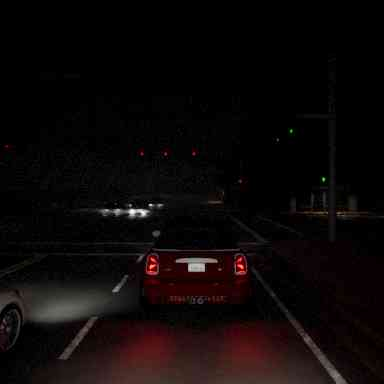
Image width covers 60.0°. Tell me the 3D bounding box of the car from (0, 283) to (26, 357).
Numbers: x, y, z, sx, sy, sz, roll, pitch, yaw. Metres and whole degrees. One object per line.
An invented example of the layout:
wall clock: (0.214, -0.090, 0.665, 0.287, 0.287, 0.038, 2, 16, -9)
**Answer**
car: (-3.433, 1.525, 3.078, 1.812, 1.442, 4.674, 0, 0, 1)

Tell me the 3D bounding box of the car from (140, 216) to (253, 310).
car: (0.081, 1.351, 7.981, 2.097, 1.767, 4.553, 0, 0, 0)

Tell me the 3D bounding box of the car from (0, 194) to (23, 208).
car: (-24.873, 1.149, 42.861, 4.605, 1.855, 1.932, 0, 0, 0)

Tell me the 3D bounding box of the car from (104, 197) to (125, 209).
car: (-10.579, 1.473, 45.671, 1.882, 1.535, 5.008, 0, 0, 1)

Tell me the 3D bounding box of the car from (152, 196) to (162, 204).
car: (-6.619, 1.500, 61.788, 1.837, 1.490, 4.892, 0, 0, 2)

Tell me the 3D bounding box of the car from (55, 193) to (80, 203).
car: (-24.790, 1.149, 65.379, 3.866, 1.878, 1.905, 0, 0, 0)

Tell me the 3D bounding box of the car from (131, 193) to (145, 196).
car: (-10.086, 1.217, 62.587, 2.150, 2.045, 5.566, 0, 0, 2)

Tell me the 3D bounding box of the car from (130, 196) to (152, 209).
car: (-7.089, 1.596, 45.463, 1.895, 1.301, 4.718, 0, 0, 1)

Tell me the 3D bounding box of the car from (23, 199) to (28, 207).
car: (-24.810, 1.151, 45.756, 3.866, 1.878, 1.905, 0, 0, 0)

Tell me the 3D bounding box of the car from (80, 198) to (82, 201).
car: (-24.771, 1.388, 68.274, 3.806, 1.475, 1.970, 0, 0, 0)
